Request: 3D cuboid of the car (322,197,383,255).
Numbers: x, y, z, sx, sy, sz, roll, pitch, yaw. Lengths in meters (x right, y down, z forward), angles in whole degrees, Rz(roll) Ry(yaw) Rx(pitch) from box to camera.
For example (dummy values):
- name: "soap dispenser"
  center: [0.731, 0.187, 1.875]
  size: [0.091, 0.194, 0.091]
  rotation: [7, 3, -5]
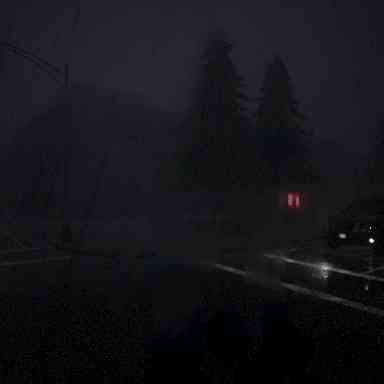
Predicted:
- name: "car"
  center: [7.698, 1.248, 13.745]
  size: [5.566, 2.045, 2.150]
  rotation: [0, 0, -37]
